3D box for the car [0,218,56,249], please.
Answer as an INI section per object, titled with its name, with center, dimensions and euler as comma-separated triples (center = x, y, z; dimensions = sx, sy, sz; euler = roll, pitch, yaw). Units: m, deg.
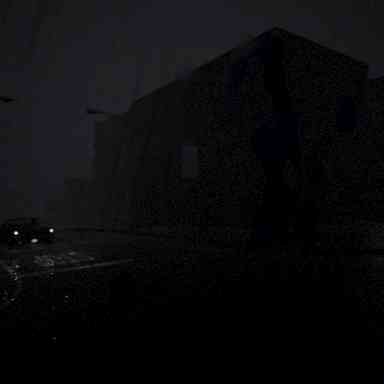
[car]
center = -8.257, 1.949, 16.433
dimensions = 1.895, 1.301, 4.718
euler = 0, -3, -37
